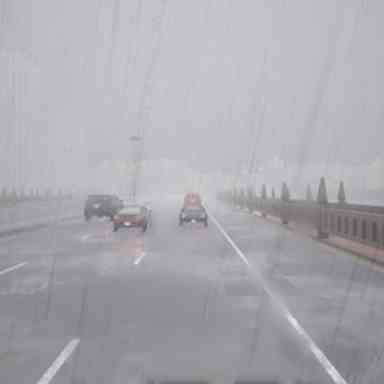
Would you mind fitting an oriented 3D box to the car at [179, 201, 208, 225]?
[{"bbox_3d":[0.094,1.564,23.461,1.895,1.301,4.718,0,0,0],"label":"car"}]

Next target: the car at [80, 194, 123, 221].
[{"bbox_3d":[-6.907,1.180,26.730,2.150,2.045,5.566,0,0,0],"label":"car"}]

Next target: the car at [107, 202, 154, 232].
[{"bbox_3d":[-3.405,1.495,19.815,1.812,1.442,4.674,0,0,0],"label":"car"}]

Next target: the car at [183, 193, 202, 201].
[{"bbox_3d":[0.100,1.155,41.733,2.150,2.045,5.566,0,0,0],"label":"car"}]

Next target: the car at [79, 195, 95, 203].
[{"bbox_3d":[-21.018,1.396,66.819,1.837,1.490,4.892,0,0,0],"label":"car"}]

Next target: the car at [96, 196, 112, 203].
[{"bbox_3d":[-17.518,1.450,66.443,1.994,1.385,4.181,0,0,0],"label":"car"}]

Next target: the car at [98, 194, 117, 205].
[{"bbox_3d":[-14.064,1.266,55.571,2.097,1.767,4.553,0,0,0],"label":"car"}]
